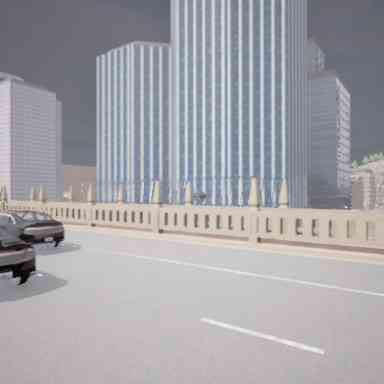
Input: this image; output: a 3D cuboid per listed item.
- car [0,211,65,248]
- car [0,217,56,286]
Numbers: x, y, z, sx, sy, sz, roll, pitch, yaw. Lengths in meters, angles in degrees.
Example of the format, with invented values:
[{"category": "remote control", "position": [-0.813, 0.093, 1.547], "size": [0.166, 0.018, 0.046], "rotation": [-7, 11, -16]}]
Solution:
[{"category": "car", "position": [-7.159, 1.510, 13.511], "size": [4.902, 1.511, 2.128], "rotation": [0, 0, 36]}, {"category": "car", "position": [-5.783, 1.500, 8.202], "size": [4.902, 1.511, 2.128], "rotation": [0, 0, 36]}]
